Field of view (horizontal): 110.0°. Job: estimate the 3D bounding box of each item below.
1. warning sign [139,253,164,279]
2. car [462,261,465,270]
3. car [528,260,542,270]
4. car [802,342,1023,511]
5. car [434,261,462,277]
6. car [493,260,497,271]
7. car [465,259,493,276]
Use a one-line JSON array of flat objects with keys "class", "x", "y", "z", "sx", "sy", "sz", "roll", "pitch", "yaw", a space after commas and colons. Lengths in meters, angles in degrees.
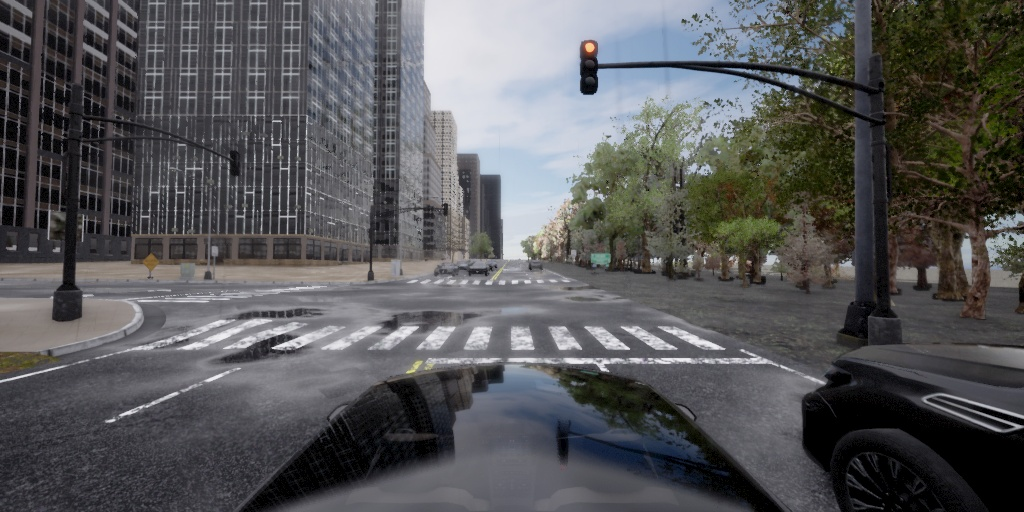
[{"class": "warning sign", "x": -26.157, "y": 0.734, "z": 25.921, "sx": 1.060, "sy": 1.860, "sz": 1.300, "roll": 0, "pitch": 0, "yaw": -4}, {"class": "car", "x": -6.590, "y": 1.328, "z": 47.685, "sx": 2.033, "sy": 1.411, "sz": 5.357, "roll": 0, "pitch": 0, "yaw": 0}, {"class": "car", "x": 3.364, "y": 1.264, "z": 52.178, "sx": 2.128, "sy": 1.511, "sz": 4.902, "roll": 0, "pitch": -1, "yaw": 0}, {"class": "car", "x": 3.359, "y": 0.963, "z": 0.428, "sx": 2.150, "sy": 2.045, "sz": 5.566, "roll": 0, "pitch": 0, "yaw": 0}, {"class": "car", "x": -6.589, "y": 1.337, "z": 36.413, "sx": 1.994, "sy": 1.385, "sz": 4.181, "roll": 0, "pitch": 0, "yaw": 0}, {"class": "car", "x": -3.342, "y": 1.381, "z": 47.416, "sx": 1.895, "sy": 1.301, "sz": 4.718, "roll": 0, "pitch": 0, "yaw": 0}, {"class": "car", "x": -3.339, "y": 1.251, "z": 37.119, "sx": 1.882, "sy": 1.535, "sz": 5.008, "roll": 0, "pitch": 0, "yaw": 0}]
